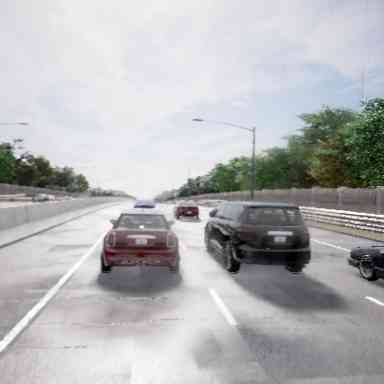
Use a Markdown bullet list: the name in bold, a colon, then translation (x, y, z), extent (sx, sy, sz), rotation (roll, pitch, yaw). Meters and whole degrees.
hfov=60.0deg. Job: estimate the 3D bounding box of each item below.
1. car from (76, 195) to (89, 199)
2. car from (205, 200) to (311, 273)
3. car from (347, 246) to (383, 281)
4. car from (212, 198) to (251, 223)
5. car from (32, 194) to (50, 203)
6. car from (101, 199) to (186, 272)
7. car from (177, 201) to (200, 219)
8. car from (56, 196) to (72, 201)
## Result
- **car**: translation (-18.638, 1.345, 57.101), extent (1.882, 1.535, 5.008), rotation (2, -1, -7)
- **car**: translation (1.883, 1.293, 11.132), extent (2.150, 2.045, 5.566), rotation (2, 0, -8)
- **car**: translation (5.882, 1.755, 7.583), extent (2.033, 1.411, 5.357), rotation (2, 0, -8)
- **car**: translation (3.164, 1.482, 27.673), extent (2.097, 1.767, 4.553), rotation (2, 0, -8)
- **car**: translation (-25.615, 1.131, 56.554), extent (2.128, 1.511, 4.902), rotation (2, -1, -7)
- **car**: translation (-1.600, 1.304, 10.750), extent (2.097, 1.767, 4.553), rotation (2, 0, -8)
- **car**: translation (-0.551, 1.487, 29.019), extent (1.882, 1.535, 5.008), rotation (2, 0, -8)
- **car**: translation (-22.324, 1.335, 58.395), extent (2.033, 1.411, 5.357), rotation (2, -1, -7)
